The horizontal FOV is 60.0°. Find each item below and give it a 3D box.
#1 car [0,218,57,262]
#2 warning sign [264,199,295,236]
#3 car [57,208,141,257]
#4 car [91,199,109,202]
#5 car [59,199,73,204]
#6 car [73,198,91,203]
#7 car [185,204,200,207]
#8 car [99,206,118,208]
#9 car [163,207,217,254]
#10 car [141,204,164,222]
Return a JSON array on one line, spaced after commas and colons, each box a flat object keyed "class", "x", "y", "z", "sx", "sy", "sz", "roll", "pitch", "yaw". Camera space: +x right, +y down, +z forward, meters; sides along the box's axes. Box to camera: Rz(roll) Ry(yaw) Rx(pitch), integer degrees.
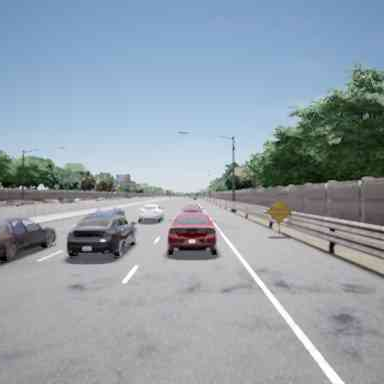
[{"class": "car", "x": -6.991, "y": 1.673, "z": 12.574, "sx": 2.033, "sy": 1.411, "sz": 5.357, "roll": 0, "pitch": -1, "yaw": 0}, {"class": "warning sign", "x": 4.535, "y": 1.286, "z": 17.315, "sx": 1.300, "sy": 1.860, "sz": 1.060, "roll": -1, "pitch": -1, "yaw": 0}, {"class": "car", "x": -3.481, "y": 1.641, "z": 13.508, "sx": 1.837, "sy": 1.490, "sz": 4.892, "roll": 0, "pitch": 0, "yaw": 0}, {"class": "car", "x": -17.521, "y": 2.107, "z": 65.526, "sx": 2.128, "sy": 1.511, "sz": 4.902, "roll": 0, "pitch": 0, "yaw": 0}, {"class": "car", "x": -24.517, "y": 2.096, "z": 65.311, "sx": 1.837, "sy": 1.490, "sz": 4.892, "roll": 0, "pitch": 0, "yaw": 0}, {"class": "car", "x": -21.017, "y": 1.952, "z": 65.387, "sx": 2.097, "sy": 1.767, "sz": 4.553, "roll": 0, "pitch": -1, "yaw": 0}, {"class": "car", "x": 0.019, "y": 1.804, "z": 28.927, "sx": 1.812, "sy": 1.442, "sz": 4.674, "roll": 0, "pitch": 0, "yaw": 0}, {"class": "car", "x": -6.988, "y": 1.874, "z": 28.275, "sx": 1.895, "sy": 1.301, "sz": 4.718, "roll": 0, "pitch": -1, "yaw": 0}, {"class": "car", "x": 0.025, "y": 1.619, "z": 14.272, "sx": 1.882, "sy": 1.535, "sz": 5.008, "roll": 0, "pitch": 0, "yaw": 0}, {"class": "car", "x": -3.481, "y": 1.804, "z": 28.911, "sx": 1.812, "sy": 1.442, "sz": 4.674, "roll": 0, "pitch": 0, "yaw": 0}]
